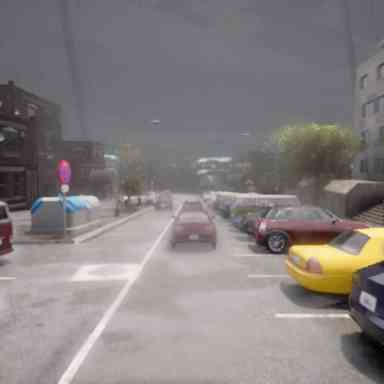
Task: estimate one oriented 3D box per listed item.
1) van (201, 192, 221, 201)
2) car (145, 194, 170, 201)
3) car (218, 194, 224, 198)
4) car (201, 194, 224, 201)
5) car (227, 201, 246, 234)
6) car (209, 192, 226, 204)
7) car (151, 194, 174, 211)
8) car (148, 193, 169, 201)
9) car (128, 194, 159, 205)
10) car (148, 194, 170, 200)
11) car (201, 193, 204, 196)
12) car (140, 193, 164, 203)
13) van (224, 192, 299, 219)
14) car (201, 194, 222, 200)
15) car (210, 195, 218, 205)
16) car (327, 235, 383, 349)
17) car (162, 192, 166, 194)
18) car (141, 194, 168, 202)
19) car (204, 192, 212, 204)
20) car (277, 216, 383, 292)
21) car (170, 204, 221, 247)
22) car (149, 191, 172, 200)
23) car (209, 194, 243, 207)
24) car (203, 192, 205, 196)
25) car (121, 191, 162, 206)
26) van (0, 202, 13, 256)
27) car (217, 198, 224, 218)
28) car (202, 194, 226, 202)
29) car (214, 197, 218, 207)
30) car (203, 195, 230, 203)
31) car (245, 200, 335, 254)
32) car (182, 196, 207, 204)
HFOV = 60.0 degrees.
[{"bbox_3d":[4.448,0.994,77.058,4.442,1.987,1.878,0,1,0],"label":"van"},{"bbox_3d":[-7.576,1.234,73.669,5.366,1.575,1.946,0,0,0],"label":"car"},{"bbox_3d":[4.652,1.266,26.778,4.553,1.767,2.185,0,0,0],"label":"car"},{"bbox_3d":[4.575,1.236,74.266,4.892,1.521,2.231,0,0,0],"label":"car"},{"bbox_3d":[4.636,1.420,18.396,4.892,1.521,2.231,0,0,0],"label":"car"},{"bbox_3d":[4.578,1.229,37.951,4.553,1.767,2.185,0,0,0],"label":"car"},{"bbox_3d":[-3.136,1.364,38.499,2.128,1.511,4.902,0,0,0],"label":"car"},{"bbox_3d":[-7.734,1.097,76.610,4.553,1.767,2.185,0,0,0],"label":"car"},{"bbox_3d":[-7.707,1.179,52.975,4.553,1.767,2.185,0,0,0],"label":"car"},{"bbox_3d":[-7.773,1.190,79.440,5.008,1.535,2.097,0,1,0],"label":"car"},{"bbox_3d":[4.555,1.030,60.299,5.566,2.045,2.435,0,0,0],"label":"car"},{"bbox_3d":[-7.783,1.140,64.853,4.553,1.767,2.185,0,0,0],"label":"car"},{"bbox_3d":[4.511,1.184,21.189,4.442,1.987,1.878,0,0,0],"label":"van"},{"bbox_3d":[4.556,1.185,79.868,4.892,1.521,2.231,0,1,0],"label":"car"},{"bbox_3d":[4.640,1.393,35.160,4.792,1.488,2.163,0,0,0],"label":"car"},{"bbox_3d":[4.675,1.494,4.429,4.792,1.488,2.163,0,0,0],"label":"car"},{"bbox_3d":[-7.777,1.305,61.915,4.792,1.488,2.163,0,0,0],"label":"car"},{"bbox_3d":[-7.943,1.243,70.729,5.366,1.575,1.946,0,0,0],"label":"car"},{"bbox_3d":[4.633,1.094,40.745,5.566,2.045,2.435,0,0,0],"label":"car"},{"bbox_3d":[4.828,1.453,7.222,5.366,1.575,1.946,0,0,0],"label":"car"},{"bbox_3d":[0.075,1.477,14.520,1.812,1.442,4.674,0,0,0],"label":"car"},{"bbox_3d":[-7.742,0.882,82.381,5.566,2.045,2.435,0,1,0],"label":"car"},{"bbox_3d":[4.631,1.201,46.331,4.553,1.767,2.185,0,0,0],"label":"car"},{"bbox_3d":[4.621,1.173,54.838,4.553,1.767,2.185,0,0,0],"label":"car"},{"bbox_3d":[-7.763,1.063,50.161,5.566,2.045,2.435,0,0,0],"label":"car"},{"bbox_3d":[-7.807,1.221,9.721,4.442,1.987,1.878,0,0,0],"label":"van"},{"bbox_3d":[4.619,1.400,24.108,5.008,1.535,2.097,0,0,0],"label":"car"},{"bbox_3d":[4.568,1.254,68.806,4.892,1.521,2.231,0,0,0],"label":"car"},{"bbox_3d":[4.616,1.422,29.570,4.674,1.452,2.002,0,0,0],"label":"car"},{"bbox_3d":[4.575,1.272,63.095,5.008,1.535,2.097,0,0,0],"label":"car"},{"bbox_3d":[4.605,1.312,12.810,4.553,1.767,2.185,0,0,0],"label":"car"},{"bbox_3d":[0.060,1.386,31.795,2.128,1.511,4.902,0,0,0],"label":"car"}]
